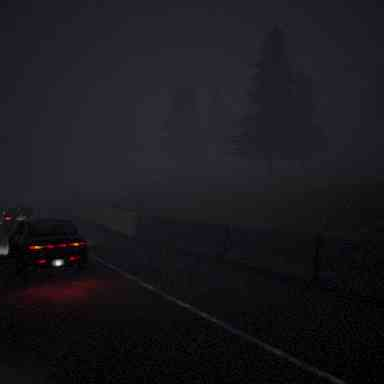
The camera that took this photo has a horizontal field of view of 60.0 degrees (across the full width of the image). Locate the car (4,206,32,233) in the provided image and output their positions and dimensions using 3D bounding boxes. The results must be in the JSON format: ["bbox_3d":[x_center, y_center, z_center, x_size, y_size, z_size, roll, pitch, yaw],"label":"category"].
[{"bbox_3d":[-11.745,1.663,22.783,2.033,1.411,5.357,0,0,-27],"label":"car"}]

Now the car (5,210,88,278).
[{"bbox_3d":[-4.678,1.556,10.557,1.837,1.490,4.892,0,0,-32],"label":"car"}]
